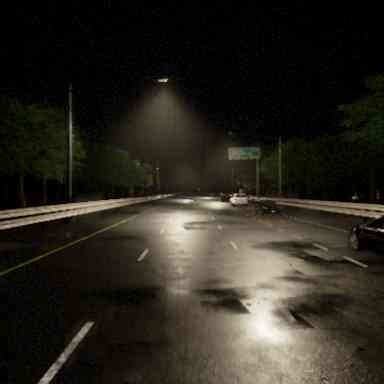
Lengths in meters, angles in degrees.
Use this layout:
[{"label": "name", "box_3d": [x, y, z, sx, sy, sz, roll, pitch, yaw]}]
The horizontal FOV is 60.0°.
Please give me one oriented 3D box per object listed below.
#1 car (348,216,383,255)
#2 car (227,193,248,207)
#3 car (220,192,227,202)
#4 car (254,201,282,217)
[{"label": "car", "box_3d": [7.012, 1.508, 11.052, 1.837, 1.490, 4.892, 0, 0, 0]}, {"label": "car", "box_3d": [7.162, 1.234, 51.199, 2.150, 2.045, 5.566, 0, 0, 0]}, {"label": "car", "box_3d": [7.296, 1.325, 72.055, 2.097, 1.767, 4.553, 0, 0, 0]}, {"label": "car", "box_3d": [7.065, 1.537, 31.166, 1.812, 1.442, 4.674, 0, 0, 0]}]
